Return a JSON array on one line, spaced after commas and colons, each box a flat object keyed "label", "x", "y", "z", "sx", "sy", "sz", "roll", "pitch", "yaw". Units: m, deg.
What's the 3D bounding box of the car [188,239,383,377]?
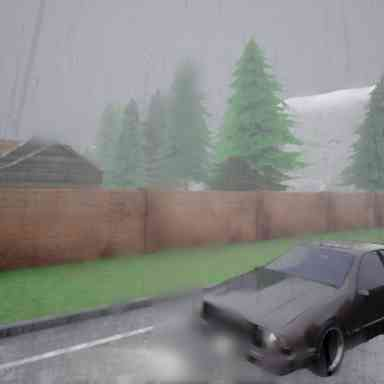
[{"label": "car", "x": 2.572, "y": 1.591, "z": 5.800, "sx": 5.357, "sy": 1.411, "sz": 2.033, "roll": 1, "pitch": 0, "yaw": -35}]
